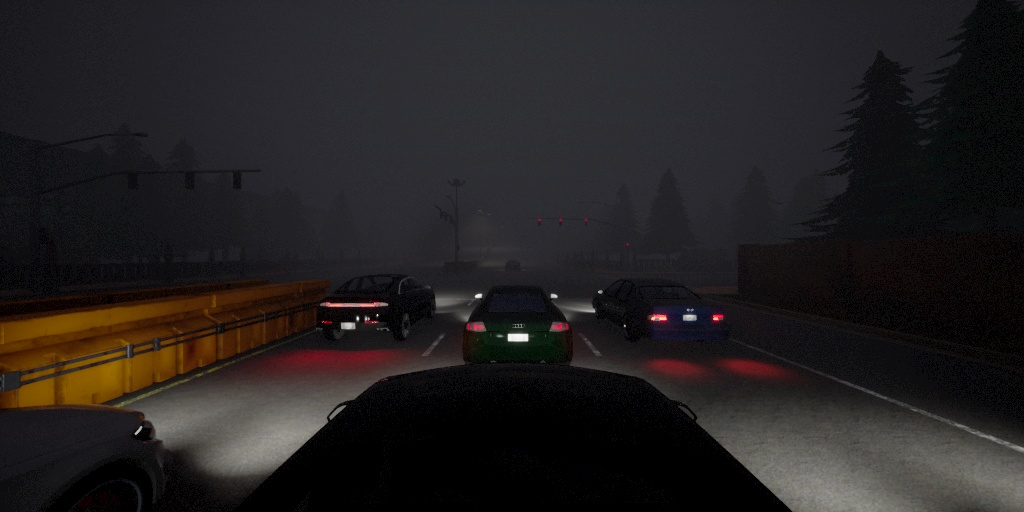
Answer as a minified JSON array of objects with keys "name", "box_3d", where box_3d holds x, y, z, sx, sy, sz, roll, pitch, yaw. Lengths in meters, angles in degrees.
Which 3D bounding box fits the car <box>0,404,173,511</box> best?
[{"name":"car","box_3d":[-3.403,1.276,0.632,1.812,1.442,4.674,0,0,0]}]

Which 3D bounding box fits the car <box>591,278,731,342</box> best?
[{"name":"car","box_3d":[3.601,1.297,9.774,2.033,1.411,5.357,0,0,0]}]

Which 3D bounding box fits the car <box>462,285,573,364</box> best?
[{"name":"car","box_3d":[0.099,1.314,7.917,1.994,1.385,4.181,0,0,0]}]

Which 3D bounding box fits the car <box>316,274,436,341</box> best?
[{"name":"car","box_3d":[-3.399,1.241,9.869,2.128,1.511,4.902,0,0,0]}]

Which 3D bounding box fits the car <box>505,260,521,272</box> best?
[{"name":"car","box_3d":[0.103,1.227,45.992,1.882,1.535,5.008,0,0,0]}]
